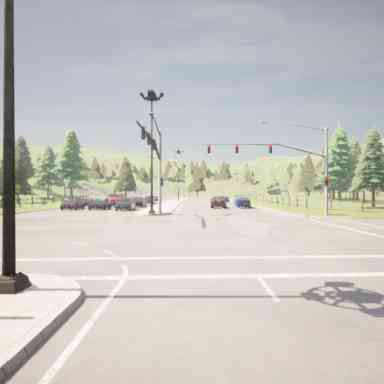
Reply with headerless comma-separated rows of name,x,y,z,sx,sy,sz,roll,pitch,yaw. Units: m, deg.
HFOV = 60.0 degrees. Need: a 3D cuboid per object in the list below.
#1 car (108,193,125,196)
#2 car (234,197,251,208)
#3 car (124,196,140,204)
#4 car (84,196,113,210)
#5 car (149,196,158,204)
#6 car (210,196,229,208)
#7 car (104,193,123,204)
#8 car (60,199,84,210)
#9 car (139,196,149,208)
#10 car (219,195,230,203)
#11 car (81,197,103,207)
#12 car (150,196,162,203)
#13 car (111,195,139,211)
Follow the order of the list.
car,-11.524,1.210,51.187,2.150,2.045,5.566,0,0,0
car,7.146,1.467,47.408,1.882,1.535,5.008,0,0,0
car,-11.478,1.478,63.830,2.128,1.511,4.902,0,0,1
car,-11.526,1.555,41.830,1.994,1.385,4.181,0,0,1
car,-7.990,1.493,61.139,1.837,1.490,4.892,0,0,0
car,3.646,1.342,47.001,2.097,1.767,4.553,0,0,0
car,-14.972,1.206,63.733,2.150,2.045,5.566,0,0,1
car,-15.035,1.555,41.953,1.994,1.385,4.181,0,0,0
car,-8.033,1.467,49.547,1.882,1.535,5.008,0,0,0
car,7.104,1.509,73.065,2.128,1.511,4.902,0,0,1
car,-15.026,1.553,50.359,1.994,1.385,4.181,0,0,1
car,-7.900,1.511,72.729,2.033,1.411,5.357,0,0,0
car,-8.043,1.496,40.336,1.837,1.490,4.892,0,0,0
